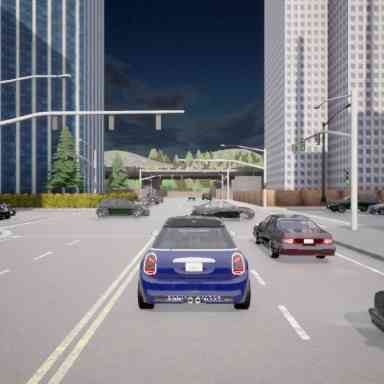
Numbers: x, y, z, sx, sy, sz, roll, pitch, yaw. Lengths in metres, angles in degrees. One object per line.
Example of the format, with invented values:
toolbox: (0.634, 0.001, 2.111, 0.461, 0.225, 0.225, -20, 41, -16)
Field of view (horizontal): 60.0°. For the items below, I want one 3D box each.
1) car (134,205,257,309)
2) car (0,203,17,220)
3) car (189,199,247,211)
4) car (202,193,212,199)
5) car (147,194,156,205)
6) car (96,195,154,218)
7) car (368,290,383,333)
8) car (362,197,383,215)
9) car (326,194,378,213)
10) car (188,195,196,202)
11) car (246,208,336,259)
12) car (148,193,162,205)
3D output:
car: (0.053, 1.352, 8.018, 2.097, 1.767, 4.553, 0, 0, 0)
car: (-16.587, 1.221, 25.532, 5.566, 2.045, 2.150, 0, 0, -1)
car: (2.396, 1.492, 25.826, 4.902, 1.511, 2.128, 0, 0, -1)
car: (3.435, 1.202, 77.740, 2.150, 2.045, 5.566, 0, 0, 0)
car: (-7.137, 1.491, 49.786, 2.128, 1.511, 4.902, 0, 0, 0)
car: (-5.984, 1.351, 29.188, 4.553, 1.767, 2.097, 0, 0, -1)
car: (3.599, 1.547, 2.580, 2.033, 1.411, 5.357, 0, 0, 0)
car: (19.992, 1.526, 33.099, 4.674, 1.442, 1.812, 0, 0, 0)
car: (17.813, 1.221, 36.631, 5.566, 2.045, 2.150, 0, 0, 0)
car: (-0.065, 1.501, 77.708, 1.812, 1.442, 4.674, 0, 0, 0)
car: (3.599, 1.547, 12.648, 2.033, 1.411, 5.357, 0, 0, 1)
car: (-7.122, 1.221, 59.653, 2.150, 2.045, 5.566, 0, 0, 0)
